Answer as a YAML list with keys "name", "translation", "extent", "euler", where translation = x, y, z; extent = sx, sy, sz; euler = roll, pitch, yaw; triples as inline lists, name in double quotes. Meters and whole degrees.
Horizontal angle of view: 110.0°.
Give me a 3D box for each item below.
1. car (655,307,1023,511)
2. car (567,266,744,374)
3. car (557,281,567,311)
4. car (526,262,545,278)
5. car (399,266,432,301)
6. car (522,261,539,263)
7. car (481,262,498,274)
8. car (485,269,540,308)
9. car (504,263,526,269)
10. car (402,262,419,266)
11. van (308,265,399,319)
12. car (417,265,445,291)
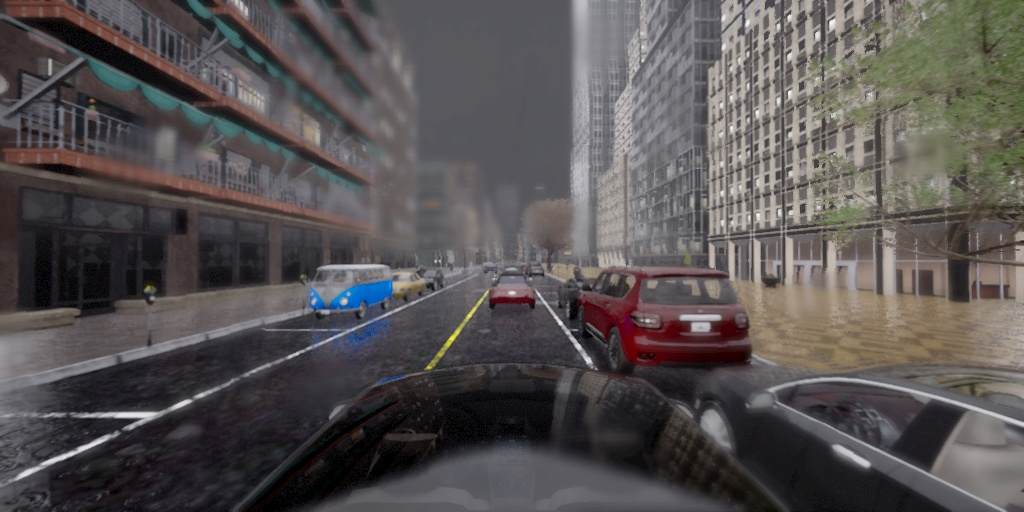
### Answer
- name: "car"
  translation: [2.691, 1.303, 1.969]
  extent: [2.007, 1.370, 4.403]
  euler: [0, 0, 0]
- name: "car"
  translation: [2.694, 1.119, 7.493]
  extent: [2.192, 1.841, 5.009]
  euler: [0, 0, 0]
- name: "car"
  translation: [2.698, 1.423, 13.014]
  extent: [1.948, 1.339, 4.313]
  euler: [0, 0, 0]
- name: "car"
  translation: [2.714, 1.700, 40.627]
  extent: [1.948, 1.339, 4.313]
  euler: [0, 0, 0]
- name: "car"
  translation: [-5.680, 1.436, 18.372]
  extent: [1.751, 1.417, 4.829]
  euler: [0, 0, 0]
- name: "car"
  translation: [2.717, 1.506, 46.150]
  extent: [2.192, 1.841, 5.009]
  euler: [0, 0, 0]
- name: "car"
  translation: [-2.973, 1.795, 51.591]
  extent: [2.033, 1.411, 5.357]
  euler: [0, -1, 0]
- name: "car"
  translation: [0.015, 1.452, 16.175]
  extent: [1.994, 1.385, 4.181]
  euler: [0, -1, 0]
- name: "car"
  translation: [0.022, 1.564, 31.215]
  extent: [1.812, 1.442, 4.674]
  euler: [0, 0, 0]
- name: "car"
  translation: [-16.402, 1.667, 59.134]
  extent: [4.403, 1.370, 2.007]
  euler: [0, 0, -1]
- name: "van"
  translation: [-5.684, 1.198, 13.020]
  extent: [1.690, 1.789, 3.998]
  euler: [0, 0, 0]
- name: "car"
  translation: [-5.677, 1.531, 24.065]
  extent: [1.948, 1.339, 4.313]
  euler: [0, 0, 0]
